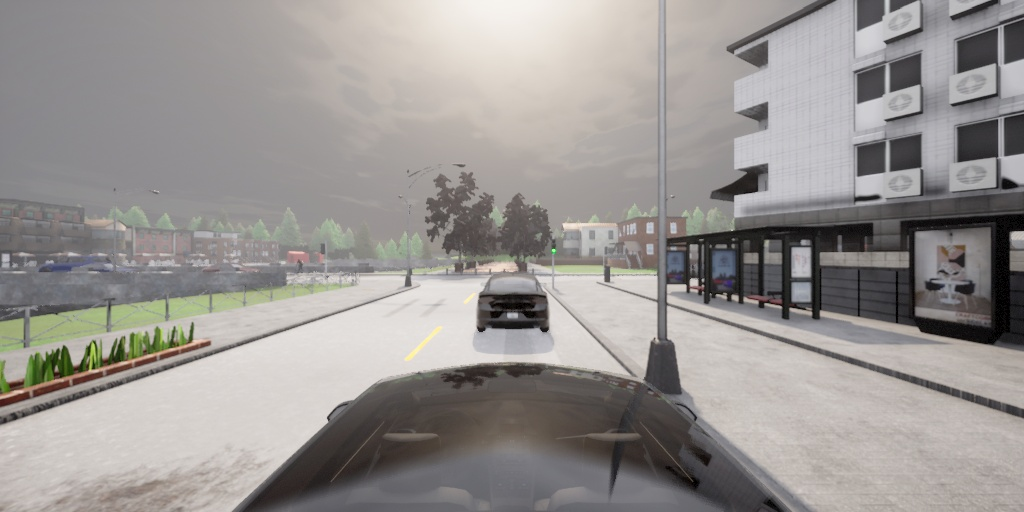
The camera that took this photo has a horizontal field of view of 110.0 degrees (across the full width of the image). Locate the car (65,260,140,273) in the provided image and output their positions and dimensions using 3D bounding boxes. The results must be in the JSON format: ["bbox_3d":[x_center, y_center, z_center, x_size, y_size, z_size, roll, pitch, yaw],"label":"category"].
[{"bbox_3d":[-35.136,1.324,31.121,4.674,1.442,1.812,0,0,0],"label":"car"}]

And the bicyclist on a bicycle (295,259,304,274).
[{"bbox_3d":[-23.425,1.162,39.510,0.582,1.620,1.656,0,0,0],"label":"bicyclist on a bicycle"}]

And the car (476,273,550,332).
[{"bbox_3d":[0.038,1.243,10.919,1.882,1.535,5.008,0,0,0],"label":"car"}]

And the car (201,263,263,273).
[{"bbox_3d":[-24.292,1.325,31.130,4.674,1.442,1.812,0,0,0],"label":"car"}]

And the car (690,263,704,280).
[{"bbox_3d":[17.519,1.364,31.128,4.181,1.385,1.994,0,0,0],"label":"car"}]

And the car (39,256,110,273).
[{"bbox_3d":[-42.653,1.027,35.206,5.566,2.045,2.150,0,0,0],"label":"car"}]
